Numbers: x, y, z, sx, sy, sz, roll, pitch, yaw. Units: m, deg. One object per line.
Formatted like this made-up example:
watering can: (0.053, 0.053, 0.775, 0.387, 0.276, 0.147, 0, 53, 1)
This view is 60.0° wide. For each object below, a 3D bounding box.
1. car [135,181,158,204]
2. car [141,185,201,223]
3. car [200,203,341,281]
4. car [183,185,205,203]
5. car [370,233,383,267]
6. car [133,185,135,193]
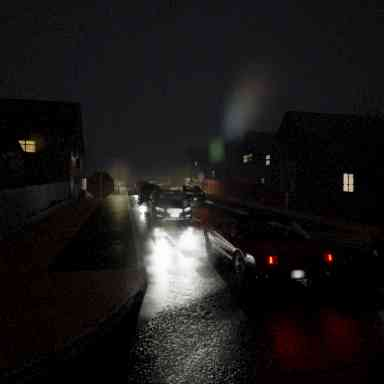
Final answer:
car: (-3.389, 0.068, 27.368, 1.882, 1.535, 5.008, 0, 3, -12)
car: (-1.259, 0.641, 17.195, 2.128, 1.511, 4.902, 1, 3, -12)
car: (1.631, 1.234, 8.817, 1.895, 1.301, 4.718, 0, 3, -13)
car: (-0.284, 0.178, 26.659, 2.128, 1.511, 4.902, 0, 3, -12)
car: (7.081, 1.390, 8.020, 5.008, 1.535, 1.882, 3, 3, 7)
car: (-5.570, -0.483, 37.835, 1.837, 1.490, 4.892, 1, 3, -12)
